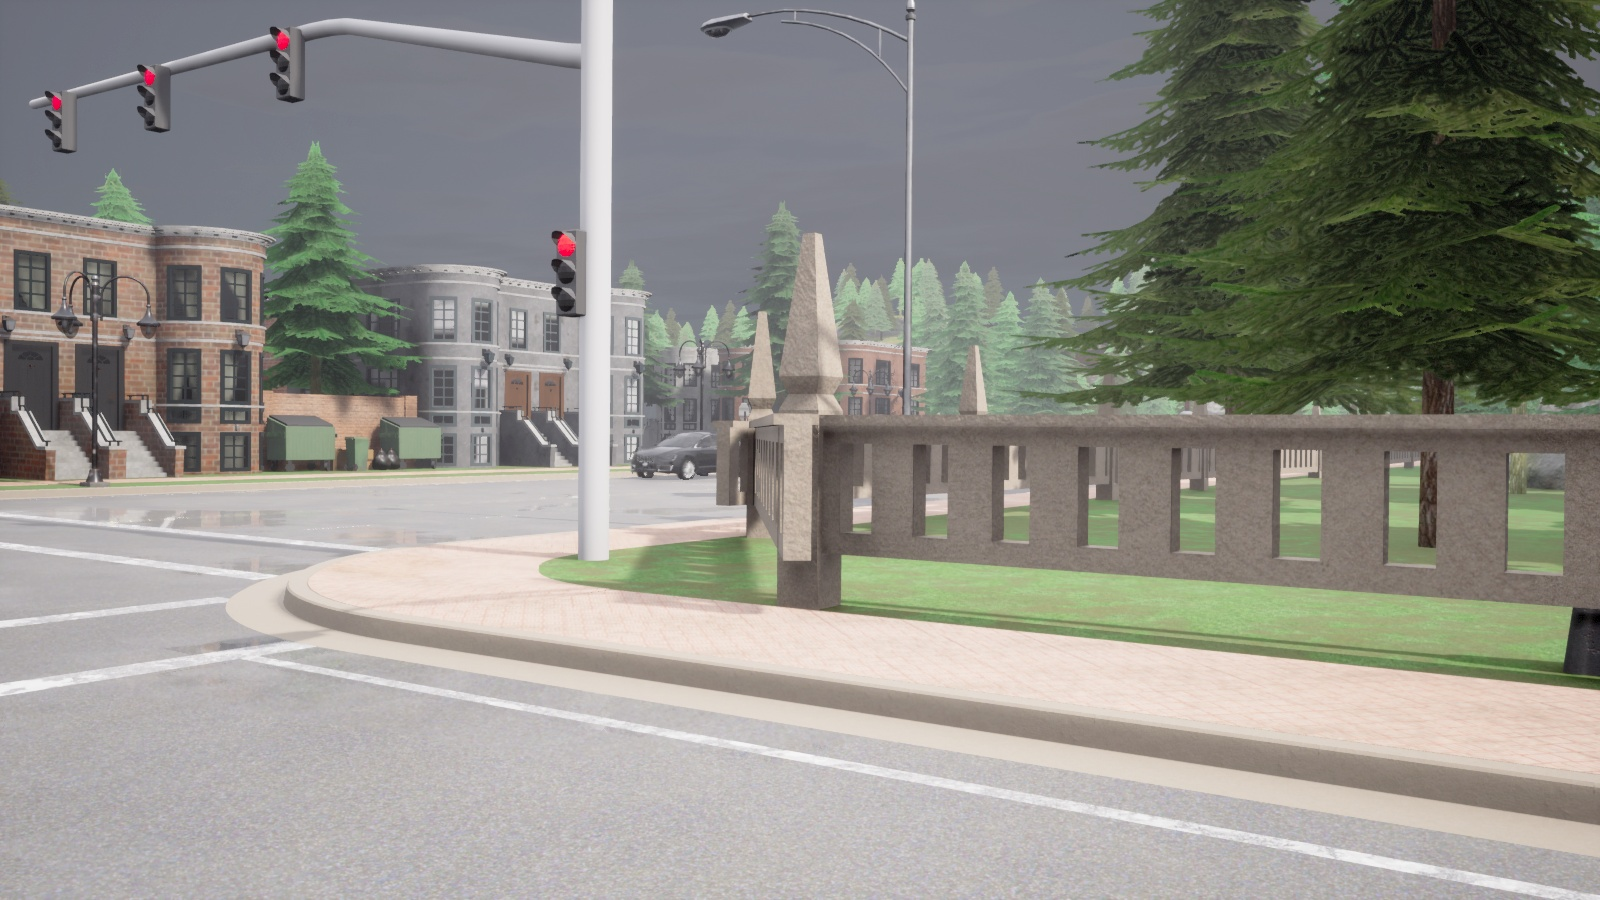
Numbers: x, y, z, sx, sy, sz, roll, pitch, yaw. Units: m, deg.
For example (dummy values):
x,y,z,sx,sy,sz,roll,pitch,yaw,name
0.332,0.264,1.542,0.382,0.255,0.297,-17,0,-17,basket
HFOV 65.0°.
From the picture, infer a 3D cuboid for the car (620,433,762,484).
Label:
x,y,z,sx,sy,sz,roll,pitch,yaw,name
-3.373,0.222,39.885,1.837,1.490,4.892,0,1,34,car
